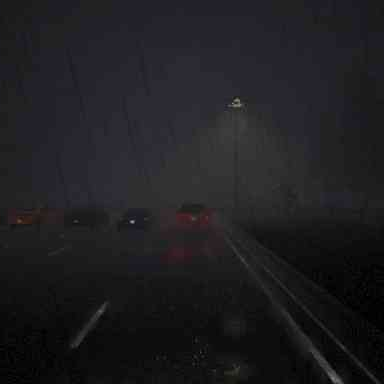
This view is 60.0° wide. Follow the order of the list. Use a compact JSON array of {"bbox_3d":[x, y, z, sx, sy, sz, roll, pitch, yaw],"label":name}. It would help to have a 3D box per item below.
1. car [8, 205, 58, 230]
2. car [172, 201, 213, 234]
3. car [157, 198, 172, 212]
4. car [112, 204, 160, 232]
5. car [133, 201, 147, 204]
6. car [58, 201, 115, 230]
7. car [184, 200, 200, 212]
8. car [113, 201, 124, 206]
[{"bbox_3d":[-10.408,1.620,22.510,1.882,1.535,5.008,0,-1,0],"label":"car"},{"bbox_3d":[0.092,1.479,20.081,2.097,1.767,4.553,0,0,0],"label":"car"},{"bbox_3d":[-3.505,1.628,43.801,2.097,1.767,4.553,0,0,0],"label":"car"},{"bbox_3d":[-3.408,1.697,21.038,1.994,1.385,4.181,0,0,0],"label":"car"},{"bbox_3d":[-7.000,1.885,45.010,1.895,1.301,4.718,0,0,0],"label":"car"},{"bbox_3d":[-6.909,1.619,22.329,1.882,1.535,5.008,0,-1,0],"label":"car"},{"bbox_3d":[-0.005,1.845,44.495,1.994,1.385,4.181,0,0,0],"label":"car"},{"bbox_3d":[-10.496,1.851,45.387,1.994,1.385,4.181,0,0,0],"label":"car"}]
